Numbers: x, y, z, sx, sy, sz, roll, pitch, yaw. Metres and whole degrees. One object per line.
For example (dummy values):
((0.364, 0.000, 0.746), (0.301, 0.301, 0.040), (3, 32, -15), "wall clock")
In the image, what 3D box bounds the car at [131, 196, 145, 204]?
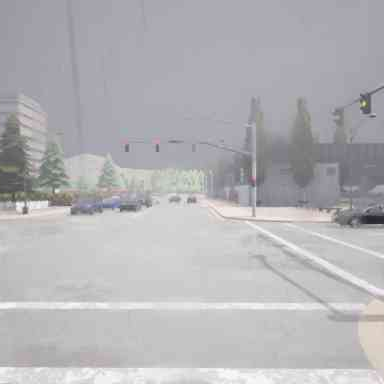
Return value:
((-10.567, 1.563, 65.036), (1.994, 1.385, 4.181), (0, 0, 0), "car")

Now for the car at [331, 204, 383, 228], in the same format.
((11.537, 1.491, 21.338), (4.902, 1.511, 2.128), (0, 0, -1), "car")

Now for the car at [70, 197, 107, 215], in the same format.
((-10.675, 1.351, 33.973), (2.097, 1.767, 4.553), (0, 0, 2), "car")

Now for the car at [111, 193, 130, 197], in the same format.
((-10.612, 1.351, 51.624), (2.097, 1.767, 4.553), (0, 0, 0), "car")

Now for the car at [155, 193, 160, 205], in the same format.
((-7.087, 1.220, 60.085), (2.150, 2.045, 5.566), (0, 0, 0), "car")

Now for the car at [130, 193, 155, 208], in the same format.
((-7.100, 1.221, 48.403), (2.150, 2.045, 5.566), (0, 0, 0), "car")

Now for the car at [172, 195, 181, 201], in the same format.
((-3.540, 1.406, 76.841), (1.994, 1.385, 4.181), (0, 0, 0), "car")

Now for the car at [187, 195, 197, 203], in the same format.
((-0.034, 1.477, 66.473), (1.882, 1.535, 5.008), (0, 0, 0), "car")

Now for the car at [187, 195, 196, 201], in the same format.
((-0.040, 1.406, 76.843), (1.994, 1.385, 4.181), (0, 0, 0), "car")

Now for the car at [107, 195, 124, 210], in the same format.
((-10.613, 1.477, 43.108), (1.882, 1.535, 5.008), (0, 0, 0), "car")

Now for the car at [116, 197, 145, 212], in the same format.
((-7.104, 1.600, 38.665), (1.895, 1.301, 4.718), (0, 0, 0), "car")

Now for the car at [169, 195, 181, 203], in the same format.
((-3.534, 1.504, 66.471), (1.837, 1.490, 4.892), (0, 0, 0), "car")
